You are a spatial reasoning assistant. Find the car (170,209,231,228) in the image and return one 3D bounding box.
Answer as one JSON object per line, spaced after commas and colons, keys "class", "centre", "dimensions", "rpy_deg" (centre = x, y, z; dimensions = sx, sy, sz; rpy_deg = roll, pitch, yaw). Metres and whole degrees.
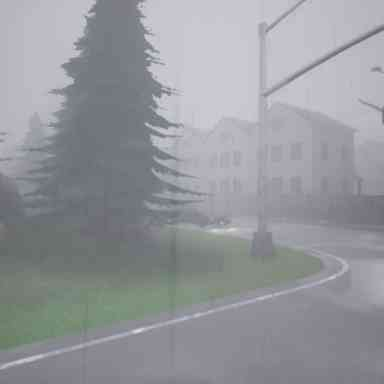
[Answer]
{"class": "car", "centre": [0.352, 1.573, 23.043], "dimensions": [2.033, 1.411, 5.357], "rpy_deg": [0, 0, -35]}
